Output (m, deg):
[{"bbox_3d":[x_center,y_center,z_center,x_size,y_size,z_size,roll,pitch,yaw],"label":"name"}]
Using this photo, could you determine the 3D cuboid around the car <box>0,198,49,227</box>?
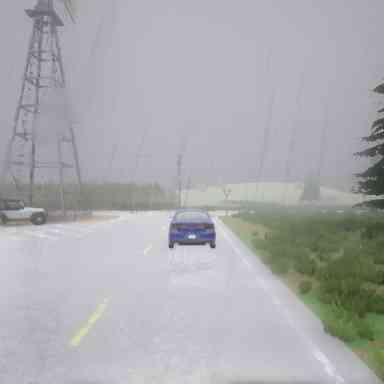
[{"bbox_3d":[-11.898,1.355,22.596,3.866,1.878,1.905,0,0,-31],"label":"car"}]

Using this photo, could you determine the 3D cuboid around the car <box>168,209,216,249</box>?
[{"bbox_3d":[0.000,1.484,14.650,1.882,1.535,5.008,0,0,0],"label":"car"}]
